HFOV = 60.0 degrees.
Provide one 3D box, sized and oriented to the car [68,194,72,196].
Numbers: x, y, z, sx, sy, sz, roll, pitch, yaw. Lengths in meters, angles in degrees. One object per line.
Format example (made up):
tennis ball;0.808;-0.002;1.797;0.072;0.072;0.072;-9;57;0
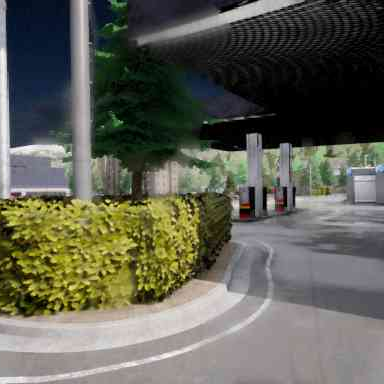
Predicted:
car;-24.271;1.124;63.885;3.866;1.878;1.905;-1;1;35

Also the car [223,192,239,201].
car;7.405;0.851;63.928;5.027;1.636;2.152;-1;1;35

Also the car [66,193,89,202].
car;-22.926;1.103;66.494;4.605;1.855;1.932;-1;1;35

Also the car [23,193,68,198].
car;-14.795;1.183;33.599;3.866;1.878;1.905;-1;1;35

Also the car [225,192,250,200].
car;9.177;0.812;66.517;4.514;1.523;2.007;-1;1;35
